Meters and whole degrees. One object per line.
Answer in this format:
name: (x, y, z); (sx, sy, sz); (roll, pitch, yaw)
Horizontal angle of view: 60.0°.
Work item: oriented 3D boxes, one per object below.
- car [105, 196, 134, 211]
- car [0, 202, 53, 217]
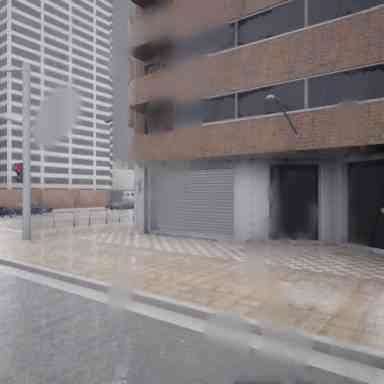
car: (-8.177, 1.544, 41.169); (2.033, 1.411, 5.357); (0, 0, 36)
car: (-15.582, 1.599, 31.009); (1.895, 1.301, 4.718); (0, 0, 36)
